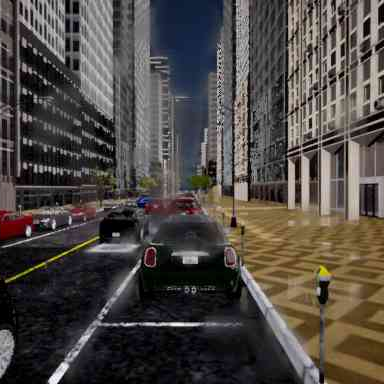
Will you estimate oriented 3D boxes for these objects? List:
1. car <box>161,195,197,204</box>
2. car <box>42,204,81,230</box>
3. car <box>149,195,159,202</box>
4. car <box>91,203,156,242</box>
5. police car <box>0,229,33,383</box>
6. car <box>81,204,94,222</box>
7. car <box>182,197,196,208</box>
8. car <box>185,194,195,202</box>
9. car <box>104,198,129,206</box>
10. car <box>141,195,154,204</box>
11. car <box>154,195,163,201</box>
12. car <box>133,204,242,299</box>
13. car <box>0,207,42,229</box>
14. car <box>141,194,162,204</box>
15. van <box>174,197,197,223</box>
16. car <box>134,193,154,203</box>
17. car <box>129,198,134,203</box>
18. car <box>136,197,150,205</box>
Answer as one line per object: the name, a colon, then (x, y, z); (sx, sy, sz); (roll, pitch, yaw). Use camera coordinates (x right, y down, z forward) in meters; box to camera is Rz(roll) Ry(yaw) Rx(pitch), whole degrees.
car: (-0.465, 1.311, 20.672); (2.192, 1.841, 5.009); (-1, 0, 0)
car: (-8.844, 1.547, 20.672); (2.008, 1.369, 4.403); (-1, 0, 0)
car: (-8.844, 1.509, 77.339); (1.752, 1.417, 4.829); (-1, 0, 0)
car: (-3.124, 1.504, 16.234); (1.837, 1.490, 4.892); (0, 1, 1)
police car: (-3.146, 1.424, 2.375); (1.930, 1.638, 5.238); (0, 0, 0)
car: (-8.843, 1.577, 26.356); (1.802, 1.307, 4.206); (-1, 0, 0)
car: (-0.463, 1.541, 49.090); (2.008, 1.369, 4.403); (-1, 0, 0)
car: (-0.465, 1.298, 77.509); (2.192, 1.841, 5.009); (-1, 0, 0)
car: (-8.844, 1.544, 37.723); (2.008, 1.369, 4.403); (-1, 0, 0)
car: (-8.845, 1.426, 66.141); (1.967, 1.590, 4.097); (-1, 0, 0)
car: (-8.844, 1.545, 88.876); (1.947, 1.339, 4.313); (-1, 0, 0)
car: (-0.033, 1.351, 8.621); (2.097, 1.767, 4.553); (0, 0, 0)
car: (-8.843, 1.542, 14.989); (1.887, 1.381, 4.507); (-1, 0, 0)
car: (-3.123, 1.345, 31.154); (2.097, 1.767, 4.553); (0, 0, 1)
van: (-0.465, 1.336, 26.356); (1.690, 1.788, 3.998); (-1, 0, 0)
car: (-6.157, 1.218, 46.231); (2.150, 2.045, 5.566); (0, 0, 0)
car: (-8.843, 1.541, 49.090); (2.008, 1.369, 4.403); (-1, 0, 0)
car: (-8.843, 1.570, 60.458); (1.802, 1.307, 4.206); (-1, 0, 0)
